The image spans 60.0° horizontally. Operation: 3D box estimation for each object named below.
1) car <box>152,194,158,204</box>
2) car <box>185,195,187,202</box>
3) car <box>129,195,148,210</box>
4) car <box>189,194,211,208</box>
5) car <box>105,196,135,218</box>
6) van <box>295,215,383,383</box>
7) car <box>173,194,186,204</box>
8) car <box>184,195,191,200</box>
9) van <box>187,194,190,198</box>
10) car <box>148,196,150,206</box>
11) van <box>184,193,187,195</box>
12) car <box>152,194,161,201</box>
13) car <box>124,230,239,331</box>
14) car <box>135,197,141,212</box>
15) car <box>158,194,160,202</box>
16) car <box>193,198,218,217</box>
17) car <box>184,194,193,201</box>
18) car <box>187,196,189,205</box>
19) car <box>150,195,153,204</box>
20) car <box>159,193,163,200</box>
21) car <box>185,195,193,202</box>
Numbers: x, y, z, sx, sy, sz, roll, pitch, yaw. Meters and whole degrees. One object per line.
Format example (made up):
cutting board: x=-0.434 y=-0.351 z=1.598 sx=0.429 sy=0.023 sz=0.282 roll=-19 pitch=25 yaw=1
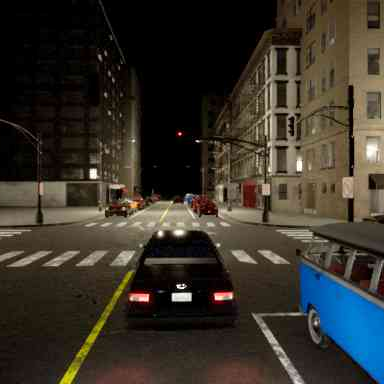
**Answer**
car: x=-8.029 y=1.543 z=62.640 sx=2.008 sy=1.369 sz=4.403 roll=0 pitch=0 yaw=-2
car: x=0.221 y=1.560 z=57.580 sx=1.947 sy=1.339 sz=4.313 roll=0 pitch=0 yaw=-2
car: x=-7.100 y=1.313 z=41.022 sx=2.192 sy=1.841 sz=5.009 roll=0 pitch=0 yaw=-2
car: x=1.150 y=1.314 z=35.961 sx=2.192 sy=1.841 sz=5.009 roll=0 pitch=0 yaw=-2
car: x=-6.636 y=1.439 z=30.213 sx=1.967 sy=1.590 sz=4.097 roll=0 pitch=0 yaw=-2
van: x=2.536 y=1.341 z=3.702 sx=1.690 sy=1.788 sz=3.998 roll=0 pitch=0 yaw=-2
car: x=-2.488 y=1.519 z=61.353 sx=1.812 sy=1.442 sz=4.674 roll=0 pitch=0 yaw=-3
car: x=-1.172 y=1.527 z=90.006 sx=1.887 sy=1.381 sz=4.507 roll=0 pitch=0 yaw=-2
van: x=0.453 y=1.337 z=52.176 sx=1.690 sy=1.788 sz=3.998 roll=0 pitch=0 yaw=-2
car: x=-7.325 y=1.523 z=46.256 sx=1.752 sy=1.417 sz=4.829 roll=0 pitch=0 yaw=-2
van: x=-0.475 y=1.329 z=73.793 sx=1.690 sy=1.788 sz=3.998 roll=0 pitch=0 yaw=-2
car: x=-8.958 y=1.424 z=84.258 sx=1.967 sy=1.590 sz=4.097 roll=0 pitch=0 yaw=-2
car: x=-0.257 y=1.547 z=7.258 sx=2.033 sy=1.411 sz=5.357 roll=0 pitch=0 yaw=-2
car: x=-6.861 y=1.524 z=35.447 sx=1.752 sy=1.417 sz=4.829 roll=0 pitch=0 yaw=-2
car: x=-8.261 y=1.556 z=68.044 sx=1.947 sy=1.339 sz=4.313 roll=0 pitch=0 yaw=-2
car: x=1.382 y=1.544 z=30.557 sx=1.887 sy=1.381 sz=4.507 roll=0 pitch=0 yaw=-2
car: x=-0.940 y=1.424 z=84.602 sx=1.967 sy=1.590 sz=4.097 roll=0 pitch=0 yaw=-2
car: x=0.685 y=1.542 z=46.771 sx=1.887 sy=1.381 sz=4.507 roll=0 pitch=0 yaw=-2
car: x=-7.565 y=1.562 z=51.831 sx=1.947 sy=1.339 sz=4.313 roll=0 pitch=0 yaw=-2
car: x=-8.725 y=1.301 z=78.853 sx=2.192 sy=1.841 sz=5.009 roll=0 pitch=0 yaw=-2
car: x=-0.715 y=1.511 z=79.368 sx=1.752 sy=1.417 sz=4.829 roll=0 pitch=0 yaw=-2
